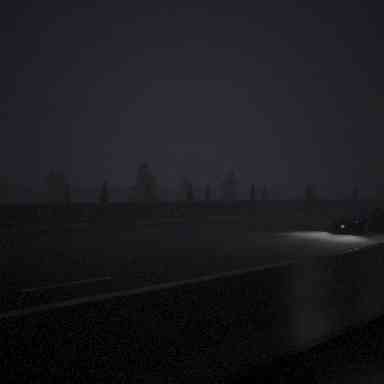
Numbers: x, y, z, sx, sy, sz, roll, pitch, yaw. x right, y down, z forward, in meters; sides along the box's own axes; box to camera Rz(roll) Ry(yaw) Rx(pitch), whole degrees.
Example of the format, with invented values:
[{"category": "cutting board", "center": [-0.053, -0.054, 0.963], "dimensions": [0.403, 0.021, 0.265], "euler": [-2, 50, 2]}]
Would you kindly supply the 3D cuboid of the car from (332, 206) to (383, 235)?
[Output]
[{"category": "car", "center": [10.031, 1.536, 18.796], "dimensions": [4.674, 1.442, 1.812], "euler": [0, 0, -29]}]
